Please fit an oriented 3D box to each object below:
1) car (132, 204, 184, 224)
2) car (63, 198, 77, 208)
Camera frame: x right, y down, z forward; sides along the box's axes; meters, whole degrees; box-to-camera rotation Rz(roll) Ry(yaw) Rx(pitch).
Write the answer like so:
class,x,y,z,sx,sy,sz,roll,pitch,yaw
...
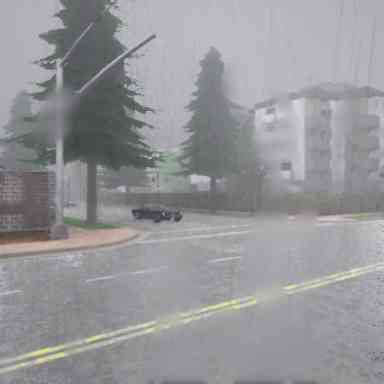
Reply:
class,x,y,z,sx,sy,sz,roll,pitch,yaw
car,-2.627,1.556,24.741,1.895,1.301,4.718,0,0,-36
car,-17.421,1.500,46.256,2.033,1.411,5.357,0,0,-32
